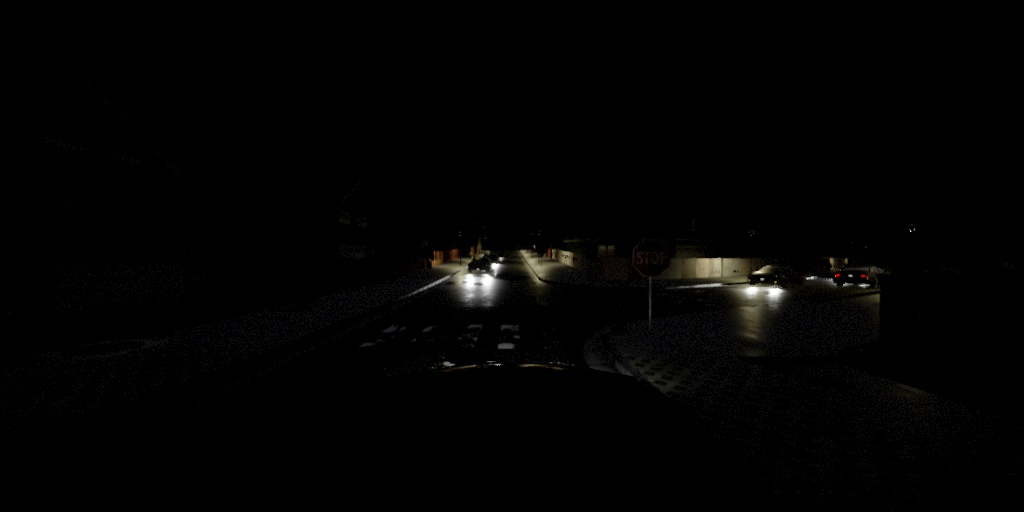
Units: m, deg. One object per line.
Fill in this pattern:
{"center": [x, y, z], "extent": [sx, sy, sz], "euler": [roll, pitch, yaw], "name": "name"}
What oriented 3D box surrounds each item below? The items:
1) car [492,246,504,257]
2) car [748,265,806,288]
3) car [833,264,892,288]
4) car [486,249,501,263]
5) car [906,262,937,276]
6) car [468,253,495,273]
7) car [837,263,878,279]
{"center": [-2.688, -0.788, 64.292], "extent": [2.150, 2.045, 5.566], "euler": [0, 2, 0], "name": "car"}
{"center": [17.256, 1.266, 23.368], "extent": [4.181, 1.385, 1.994], "euler": [0, 0, -32], "name": "car"}
{"center": [22.920, 1.285, 23.392], "extent": [5.357, 1.411, 2.033], "euler": [0, 0, -33], "name": "car"}
{"center": [-2.790, 0.171, 46.956], "extent": [1.895, 1.301, 4.718], "euler": [0, 2, 0], "name": "car"}
{"center": [42.892, 1.319, 37.615], "extent": [4.892, 1.490, 1.837], "euler": [0, 1, -38], "name": "car"}
{"center": [-2.814, 0.726, 31.899], "extent": [1.895, 1.301, 4.718], "euler": [0, 2, 0], "name": "car"}
{"center": [31.791, 1.357, 32.942], "extent": [4.718, 1.301, 1.895], "euler": [0, 0, -35], "name": "car"}
